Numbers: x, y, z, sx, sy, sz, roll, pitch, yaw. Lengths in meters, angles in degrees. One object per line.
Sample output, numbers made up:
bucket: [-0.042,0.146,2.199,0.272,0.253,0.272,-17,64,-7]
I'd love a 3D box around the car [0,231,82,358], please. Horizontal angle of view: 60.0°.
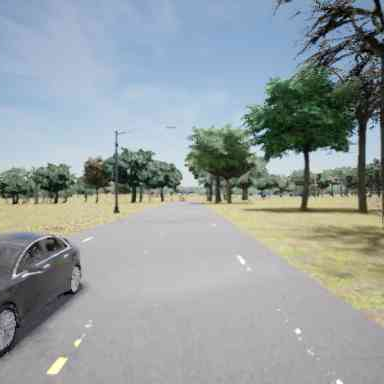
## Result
car: [-3.533,1.576,6.146,1.837,1.490,4.892,0,-1,0]
